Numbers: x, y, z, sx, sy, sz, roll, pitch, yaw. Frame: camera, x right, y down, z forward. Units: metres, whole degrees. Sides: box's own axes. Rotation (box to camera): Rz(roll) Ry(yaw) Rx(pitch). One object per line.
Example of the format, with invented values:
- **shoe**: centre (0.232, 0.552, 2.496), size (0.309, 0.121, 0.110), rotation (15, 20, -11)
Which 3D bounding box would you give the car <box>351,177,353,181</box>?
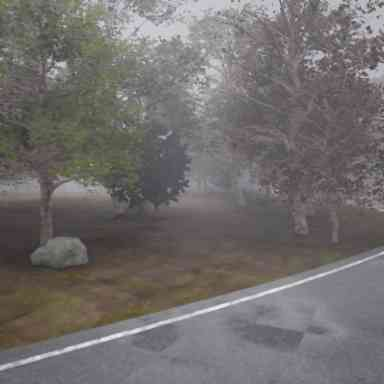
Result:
- **car**: centre (32.105, -2.722, 71.465), size (4.674, 1.442, 1.812), rotation (-4, 3, -8)
